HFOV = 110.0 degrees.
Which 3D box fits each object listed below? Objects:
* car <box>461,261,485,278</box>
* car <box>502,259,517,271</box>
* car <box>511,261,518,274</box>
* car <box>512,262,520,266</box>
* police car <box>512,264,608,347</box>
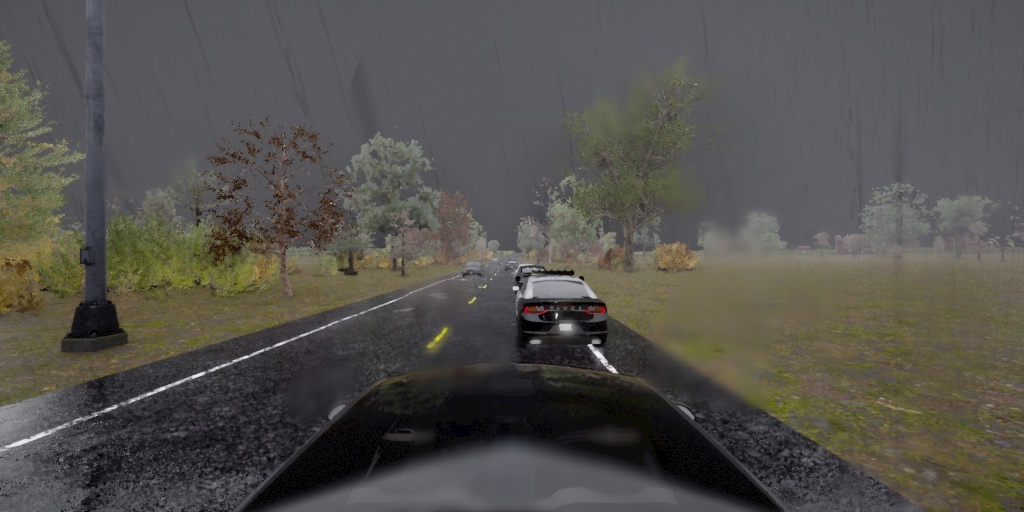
[{"bbox_3d":[-3.599,1.236,34.004,1.837,1.490,4.892,0,0,0],"label":"car"},{"bbox_3d":[0.036,1.238,47.434,1.812,1.442,4.674,0,0,1],"label":"car"},{"bbox_3d":[1.051,1.265,25.322,1.812,1.442,4.674,0,0,0],"label":"car"},{"bbox_3d":[1.050,1.248,19.321,1.837,1.490,4.892,0,0,0],"label":"car"},{"bbox_3d":[1.050,1.173,9.430,1.930,1.638,5.238,0,0,0],"label":"police car"}]
